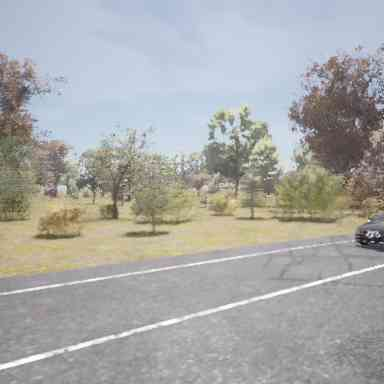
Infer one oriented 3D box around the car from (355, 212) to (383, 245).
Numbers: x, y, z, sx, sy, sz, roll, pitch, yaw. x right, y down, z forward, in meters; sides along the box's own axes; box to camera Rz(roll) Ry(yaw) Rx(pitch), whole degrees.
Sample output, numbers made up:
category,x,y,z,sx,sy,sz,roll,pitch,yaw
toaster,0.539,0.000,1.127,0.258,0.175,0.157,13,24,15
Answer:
category,x,y,z,sx,sy,sz,roll,pitch,yaw
car,8.969,1.510,14.174,4.892,1.490,1.837,0,-1,-32
